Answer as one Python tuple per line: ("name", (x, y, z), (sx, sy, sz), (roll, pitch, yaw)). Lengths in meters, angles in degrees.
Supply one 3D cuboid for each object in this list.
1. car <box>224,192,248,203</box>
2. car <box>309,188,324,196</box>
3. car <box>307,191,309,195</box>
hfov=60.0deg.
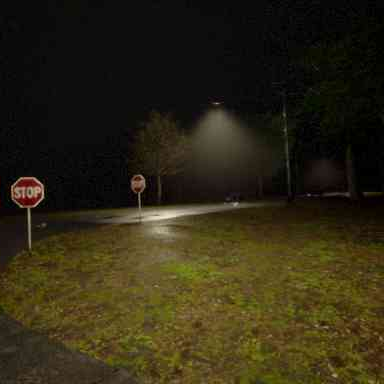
("car", (6.505, 0.794, 48.633), (1.837, 1.490, 4.892), (-4, -1, 34))
("car", (24.960, -0.081, 65.817), (1.882, 1.535, 5.008), (-3, -1, 27))
("car", (30.494, -0.045, 83.695), (1.895, 1.301, 4.718), (-4, -1, 34))
